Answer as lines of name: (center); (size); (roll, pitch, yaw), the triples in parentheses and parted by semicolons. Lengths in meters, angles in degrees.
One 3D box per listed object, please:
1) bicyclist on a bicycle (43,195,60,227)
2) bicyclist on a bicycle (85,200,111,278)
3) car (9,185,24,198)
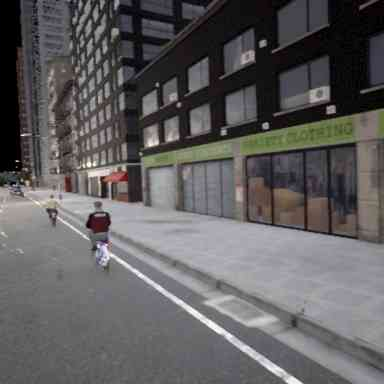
bicyclist on a bicycle: (-7.144, 0.942, 17.019); (0.866, 1.612, 1.509); (-4, 3, -29)
bicyclist on a bicycle: (-2.290, 1.078, 8.075); (0.659, 1.776, 1.843); (-4, 3, -28)
car: (-29.920, 0.123, 57.067); (2.128, 1.511, 4.902); (-4, 3, -28)
